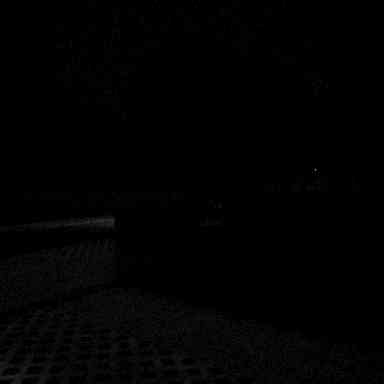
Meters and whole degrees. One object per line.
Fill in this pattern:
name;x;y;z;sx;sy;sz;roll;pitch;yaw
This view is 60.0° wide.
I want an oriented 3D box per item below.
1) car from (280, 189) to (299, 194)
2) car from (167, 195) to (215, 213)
car;13.038;0.383;44.395;2.128;1.511;4.902;0;1;36
car;-0.061;0.972;26.243;2.128;1.511;4.902;0;2;36
